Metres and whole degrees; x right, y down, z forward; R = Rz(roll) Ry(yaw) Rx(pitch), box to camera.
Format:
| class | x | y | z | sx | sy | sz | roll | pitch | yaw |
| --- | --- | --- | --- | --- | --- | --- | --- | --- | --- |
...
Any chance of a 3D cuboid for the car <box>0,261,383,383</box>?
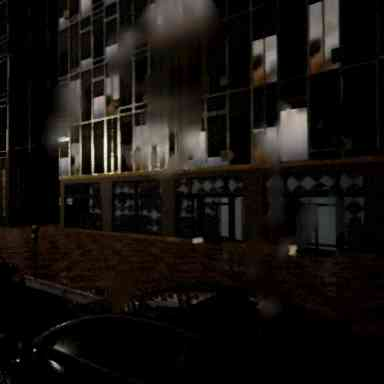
| class | x | y | z | sx | sy | sz | roll | pitch | yaw |
| --- | --- | --- | --- | --- | --- | --- | --- | --- | --- |
| car | -0.225 | 1.554 | 3.053 | 4.313 | 1.339 | 1.947 | 0 | -1 | 36 |

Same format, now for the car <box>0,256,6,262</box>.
| class | x | y | z | sx | sy | sz | roll | pitch | yaw |
| --- | --- | --- | --- | --- | --- | --- | --- | --- | --- |
| car | -4.764 | 1.533 | 6.294 | 4.206 | 1.307 | 1.802 | 0 | -1 | 36 |
